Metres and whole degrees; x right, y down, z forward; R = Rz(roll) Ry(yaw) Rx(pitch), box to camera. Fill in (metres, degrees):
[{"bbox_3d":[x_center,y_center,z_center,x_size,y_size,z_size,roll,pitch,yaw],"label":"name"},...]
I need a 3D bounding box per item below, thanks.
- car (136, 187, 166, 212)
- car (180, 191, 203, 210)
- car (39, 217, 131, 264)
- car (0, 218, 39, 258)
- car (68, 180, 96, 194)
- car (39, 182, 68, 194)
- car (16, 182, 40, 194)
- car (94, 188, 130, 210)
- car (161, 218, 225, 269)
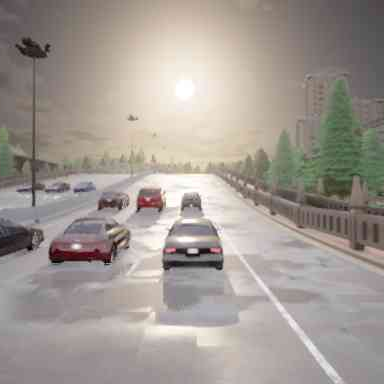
[{"bbox_3d":[-3.559,0.518,29.580,2.150,2.045,5.566,0,4,0],"label":"car"},{"bbox_3d":[-0.066,0.699,30.927,1.837,1.490,4.892,0,5,0],"label":"car"},{"bbox_3d":[-3.474,1.596,12.004,1.994,1.385,4.181,0,0,0],"label":"car"},{"bbox_3d":[-6.974,1.585,11.261,2.033,1.411,5.357,0,0,0],"label":"car"},{"bbox_3d":[-14.318,-0.717,44.378,1.882,1.535,5.008,0,6,0],"label":"car"},{"bbox_3d":[-17.822,-0.649,44.381,2.033,1.411,5.357,0,6,0],"label":"car"},{"bbox_3d":[-21.320,-0.649,44.368,2.033,1.411,5.357,0,6,0],"label":"car"},{"bbox_3d":[-7.065,0.578,30.458,2.097,1.767,4.553,0,5,0],"label":"car"},{"bbox_3d":[0.028,1.585,11.234,2.033,1.411,5.357,0,0,0],"label":"car"}]
